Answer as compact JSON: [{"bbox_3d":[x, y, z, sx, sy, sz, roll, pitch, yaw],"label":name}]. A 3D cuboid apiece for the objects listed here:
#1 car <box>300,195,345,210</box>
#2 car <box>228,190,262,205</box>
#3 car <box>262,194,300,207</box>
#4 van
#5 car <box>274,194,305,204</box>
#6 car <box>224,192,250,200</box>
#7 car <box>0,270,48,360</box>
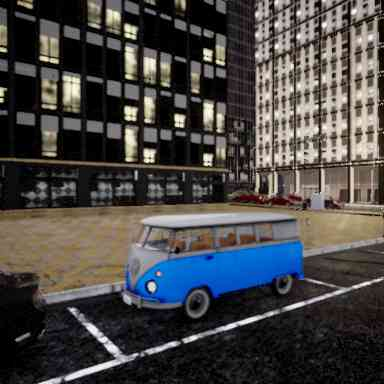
[{"bbox_3d":[14.209,1.052,35.652,1.967,1.590,4.097,1,0,-36],"label":"car"},{"bbox_3d":[7.720,0.713,44.714,2.192,1.841,5.009,1,0,-36],"label":"car"},{"bbox_3d":[10.959,1.087,40.184,1.802,1.307,4.206,1,0,-36],"label":"car"},{"bbox_3d":[0.594,1.338,6.983,3.998,1.788,1.690,0,0,-35],"label":"van"},{"bbox_3d":[14.489,0.962,49.645,1.802,1.307,4.206,1,0,-36],"label":"car"},{"bbox_3d":[7.897,0.688,58.851,1.752,1.417,4.829,1,0,-36],"label":"car"},{"bbox_3d":[-4.005,1.552,3.704,4.403,1.369,2.008,0,0,-35],"label":"car"}]
